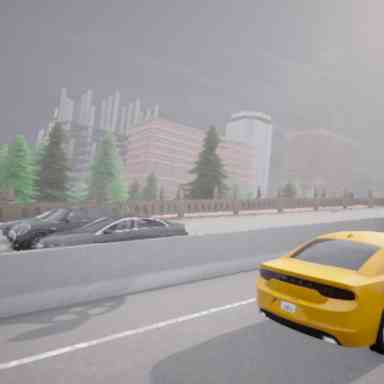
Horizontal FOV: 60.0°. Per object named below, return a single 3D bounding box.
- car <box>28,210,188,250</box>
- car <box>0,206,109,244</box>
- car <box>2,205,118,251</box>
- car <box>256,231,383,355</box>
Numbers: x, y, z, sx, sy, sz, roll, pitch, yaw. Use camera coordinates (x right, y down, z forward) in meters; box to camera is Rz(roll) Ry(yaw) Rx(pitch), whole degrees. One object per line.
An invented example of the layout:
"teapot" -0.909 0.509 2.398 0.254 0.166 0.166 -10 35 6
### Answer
"car" -2.394 1.492 10.882 4.902 1.511 2.128 0 0 -35
"car" -6.683 1.528 16.421 4.674 1.442 1.812 0 0 -35
"car" -4.837 1.354 13.439 4.553 1.767 2.097 0 0 -36
"car" 3.381 1.480 6.162 5.008 1.535 1.882 0 0 -35
